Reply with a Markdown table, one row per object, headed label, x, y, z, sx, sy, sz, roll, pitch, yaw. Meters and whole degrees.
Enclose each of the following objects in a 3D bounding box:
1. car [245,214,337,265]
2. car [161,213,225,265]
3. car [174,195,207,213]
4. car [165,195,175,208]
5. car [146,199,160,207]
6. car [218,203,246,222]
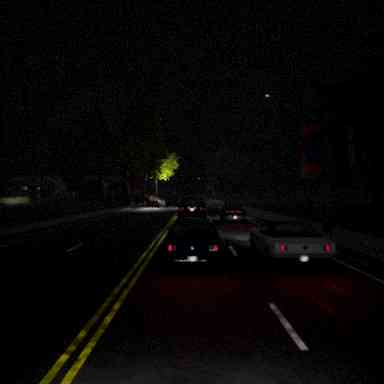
| label | x | y | z | sx | sy | sz | roll | pitch | yaw |
| --- | --- | --- | --- | --- | --- | --- | --- | --- | --- |
| car | 3.288 | 1.667 | 11.895 | 1.895 | 1.301 | 4.718 | 0 | 0 | 1 |
| car | 0.037 | 1.667 | 11.892 | 1.895 | 1.301 | 4.718 | 0 | 0 | 0 |
| car | 0.027 | 1.366 | 26.379 | 2.150 | 2.045 | 5.566 | 0 | 0 | 1 |
| car | -3.334 | 1.511 | 55.988 | 2.150 | 2.045 | 5.566 | 0 | 0 | 0 |
| car | -6.584 | 1.891 | 55.634 | 1.895 | 1.301 | 4.718 | 0 | 0 | 0 |
| car | 3.287 | 1.656 | 27.532 | 1.837 | 1.490 | 4.892 | 0 | 0 | 0 |
